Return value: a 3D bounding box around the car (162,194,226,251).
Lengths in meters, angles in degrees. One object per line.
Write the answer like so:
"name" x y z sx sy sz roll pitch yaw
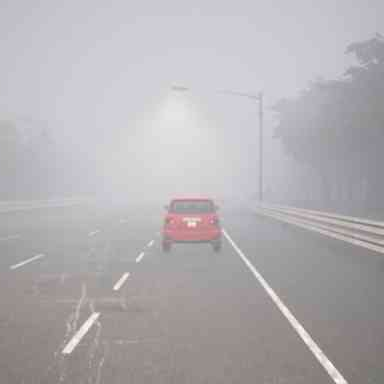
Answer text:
"car" -0.003 1.174 13.951 2.150 2.045 5.566 0 0 0

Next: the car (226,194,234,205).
"car" 5.416 1.163 54.918 2.097 1.767 4.553 0 0 21

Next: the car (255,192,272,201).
"car" 16.254 0.941 75.315 2.150 2.045 5.566 0 0 38

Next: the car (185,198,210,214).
"car" 0.682 1.426 35.577 2.033 1.411 5.357 0 0 7
